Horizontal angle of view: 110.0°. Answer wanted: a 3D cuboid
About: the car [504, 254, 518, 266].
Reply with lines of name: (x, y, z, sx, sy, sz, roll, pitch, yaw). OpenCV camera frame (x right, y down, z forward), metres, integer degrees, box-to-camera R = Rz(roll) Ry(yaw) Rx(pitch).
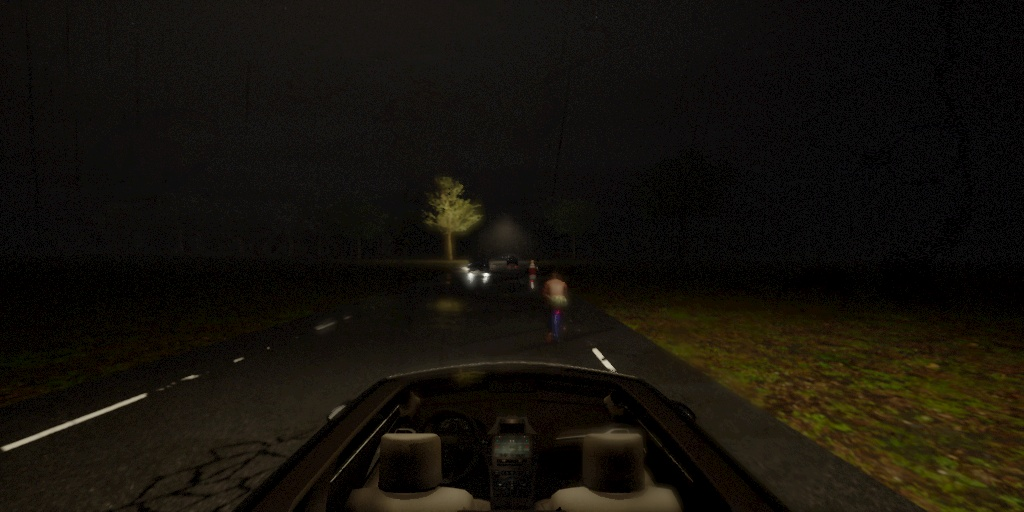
car: (0.065, 0.827, 60.658, 2.128, 1.511, 4.902, 0, 1, 0)

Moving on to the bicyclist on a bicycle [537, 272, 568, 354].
bicyclist on a bicycle: (0.957, 1.190, 7.770, 0.582, 1.620, 1.656, 0, 0, 0)

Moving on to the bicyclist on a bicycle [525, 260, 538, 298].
bicyclist on a bicycle: (0.951, 1.055, 17.118, 0.659, 1.776, 1.843, 0, 1, 0)

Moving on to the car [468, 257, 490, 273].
car: (-3.622, 0.892, 39.907, 2.097, 1.767, 4.553, 0, 0, 0)
